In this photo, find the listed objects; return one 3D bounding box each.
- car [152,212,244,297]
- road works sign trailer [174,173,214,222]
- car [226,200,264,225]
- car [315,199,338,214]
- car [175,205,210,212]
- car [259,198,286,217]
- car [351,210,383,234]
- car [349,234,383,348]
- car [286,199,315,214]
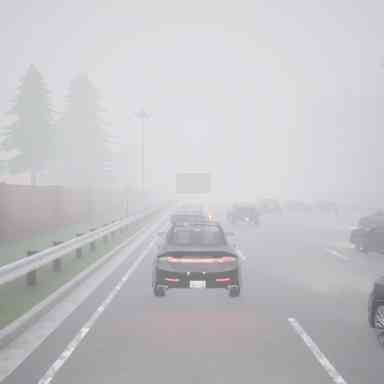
[{"bbox_3d":[0.105,1.492,8.572,2.128,1.511,4.902,0,0,0],"label":"car"},{"bbox_3d":[0.075,0.464,22.939,2.380,3.560,2.880,0,0,0],"label":"road works sign trailer"},{"bbox_3d":[3.615,1.504,24.183,1.837,1.490,4.892,0,0,0],"label":"car"},{"bbox_3d":[14.121,1.505,35.998,1.837,1.490,4.892,0,0,0],"label":"car"},{"bbox_3d":[-0.024,1.474,19.021,1.882,1.535,5.008,0,0,6],"label":"car"},{"bbox_3d":[7.122,1.351,31.876,2.097,1.767,4.553,0,0,0],"label":"car"},{"bbox_3d":[7.107,1.547,10.660,2.033,1.411,5.357,0,0,0],"label":"car"},{"bbox_3d":[3.602,1.490,3.133,2.128,1.511,4.902,0,0,0],"label":"car"},{"bbox_3d":[10.623,1.491,34.650,2.128,1.511,4.902,0,0,0],"label":"car"}]
